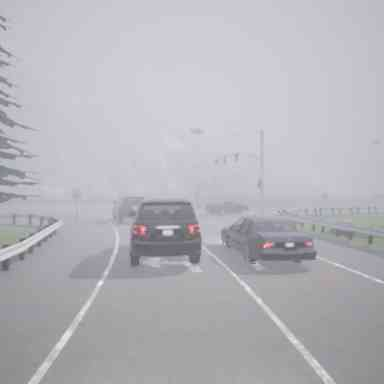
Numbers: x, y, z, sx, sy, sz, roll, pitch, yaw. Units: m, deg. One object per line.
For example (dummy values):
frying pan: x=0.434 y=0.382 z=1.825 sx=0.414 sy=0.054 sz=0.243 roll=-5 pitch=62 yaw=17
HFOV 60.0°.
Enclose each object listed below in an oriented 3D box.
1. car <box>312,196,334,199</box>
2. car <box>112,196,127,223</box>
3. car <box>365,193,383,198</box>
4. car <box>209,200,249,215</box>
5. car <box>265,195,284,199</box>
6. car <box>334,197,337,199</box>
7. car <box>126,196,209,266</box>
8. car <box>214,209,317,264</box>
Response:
car: x=24.276 y=1.623 z=64.081 sx=4.892 sy=1.490 sz=1.837 roll=0 pitch=0 yaw=-19
car: x=-5.053 y=1.312 z=26.825 sx=2.150 sy=2.045 sz=5.566 roll=0 pitch=0 yaw=-21
car: x=38.847 y=1.336 z=70.240 sx=5.566 sy=2.045 sz=2.150 roll=0 pitch=0 yaw=-29
car: x=3.664 y=1.592 z=34.045 sx=4.892 sy=1.490 sz=1.837 roll=0 pitch=-3 yaw=-35
car: x=18.066 y=1.516 z=73.051 sx=4.553 sy=1.767 sz=2.097 roll=0 pitch=0 yaw=-19
car: x=32.110 y=1.672 z=78.562 sx=4.902 sy=1.511 sz=2.128 roll=0 pitch=0 yaw=-25
car: x=-1.071 y=1.252 z=11.858 sx=2.150 sy=2.045 sz=5.566 roll=0 pitch=-1 yaw=-9
car: x=2.458 y=1.575 z=12.023 sx=2.033 sy=1.411 sz=5.357 roll=0 pitch=0 yaw=-8
